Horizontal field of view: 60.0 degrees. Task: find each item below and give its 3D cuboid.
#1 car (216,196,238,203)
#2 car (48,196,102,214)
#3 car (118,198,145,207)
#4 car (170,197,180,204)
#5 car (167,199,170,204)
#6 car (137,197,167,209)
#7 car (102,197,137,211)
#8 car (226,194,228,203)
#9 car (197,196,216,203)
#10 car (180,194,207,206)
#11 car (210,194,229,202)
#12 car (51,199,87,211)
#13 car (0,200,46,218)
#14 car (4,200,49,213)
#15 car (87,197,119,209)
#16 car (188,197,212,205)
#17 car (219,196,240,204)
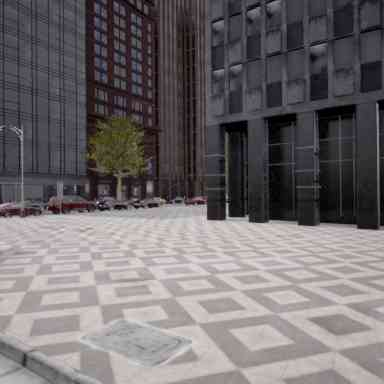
[{"bbox_3d":[7.138,1.470,66.496,2.033,1.411,5.357,-1,0,35],"label":"car"},{"bbox_3d":[-12.149,1.291,33.914,2.192,1.841,5.009,-1,0,35],"label":"car"},{"bbox_3d":[-9.583,1.614,52.686,1.802,1.307,4.206,-1,0,35],"label":"car"},{"bbox_3d":[-3.193,1.575,61.980,1.947,1.339,4.313,-1,0,35],"label":"car"},{"bbox_3d":[-6.485,1.545,57.192,1.752,1.417,4.829,-1,0,35],"label":"car"},{"bbox_3d":[-5.758,1.510,43.205,1.947,1.339,4.313,-1,0,35],"label":"car"},{"bbox_3d":[-8.952,1.525,38.559,1.947,1.339,4.313,-1,0,35],"label":"car"},{"bbox_3d":[3.825,1.223,57.145,2.192,1.841,5.009,-1,0,35],"label":"car"},{"bbox_3d":[3.198,1.536,71.274,1.887,1.381,4.507,-1,0,35],"label":"car"},{"bbox_3d":[0.632,1.463,52.498,1.887,1.381,4.507,-1,0,35],"label":"car"},{"bbox_3d":[6.392,1.297,75.922,2.192,1.841,5.009,-1,0,35],"label":"car"},{"bbox_3d":[-15.974,1.643,43.393,1.802,1.307,4.206,-1,0,35],"label":"car"},{"bbox_3d":[-15.342,1.577,29.267,1.802,1.307,4.206,-1,0,35],"label":"car"},{"bbox_3d":[-19.169,1.643,38.746,1.947,1.339,4.313,-1,0,35],"label":"car"},{"bbox_3d":[-12.781,1.485,48.039,1.967,1.590,4.097,-1,0,35],"label":"car"},{"bbox_3d":[1.477,1.540,58.265,1.895,1.301,4.718,-1,0,34],"label":"car"},{"bbox_3d":[7.022,1.464,61.790,1.947,1.339,4.313,-1,0,35],"label":"car"}]
